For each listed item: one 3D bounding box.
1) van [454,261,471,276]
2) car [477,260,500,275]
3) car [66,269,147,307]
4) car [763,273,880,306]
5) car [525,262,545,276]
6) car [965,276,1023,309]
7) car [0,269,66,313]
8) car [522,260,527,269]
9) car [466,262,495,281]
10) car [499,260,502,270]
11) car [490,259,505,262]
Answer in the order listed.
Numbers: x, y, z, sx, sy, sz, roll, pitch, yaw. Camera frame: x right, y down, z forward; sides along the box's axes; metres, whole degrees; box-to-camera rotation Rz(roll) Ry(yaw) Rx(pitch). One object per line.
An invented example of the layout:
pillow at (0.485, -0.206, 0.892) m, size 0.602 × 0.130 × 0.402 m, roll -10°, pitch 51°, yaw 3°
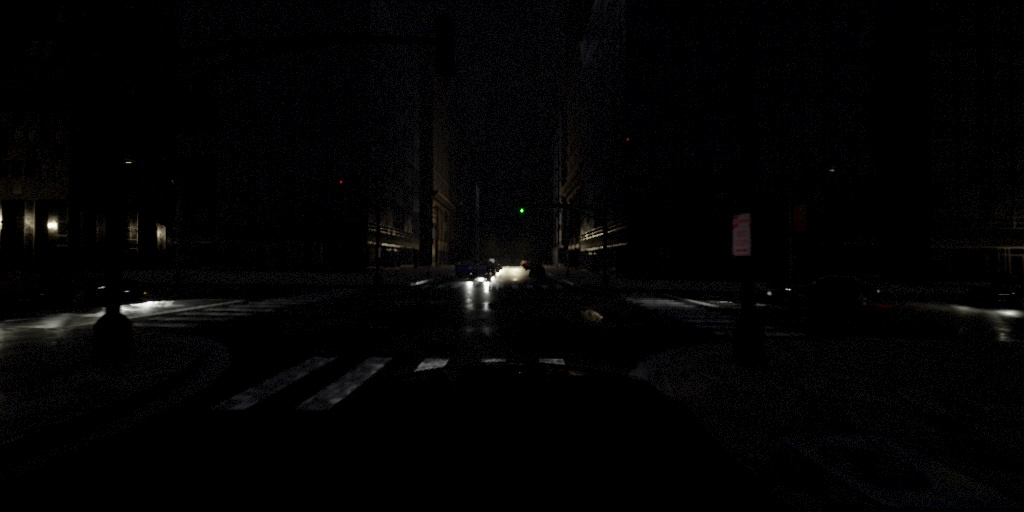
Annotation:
van at (-5.648, 1.416, 41.712) m, size 1.690 × 1.789 × 3.998 m, roll 0°, pitch 0°, yaw 0°
car at (-2.878, 1.576, 42.922) m, size 2.128 × 1.511 × 4.902 m, roll 0°, pitch 0°, yaw 0°
car at (-17.420, 1.207, 14.388) m, size 4.181 × 1.385 × 1.994 m, roll 1°, pitch -1°, yaw 0°
car at (15.096, 1.610, 17.664) m, size 4.902 × 1.511 × 2.128 m, roll 1°, pitch -1°, yaw -1°
car at (2.877, 1.641, 41.659) m, size 1.948 × 1.339 × 4.313 m, roll 0°, pitch 0°, yaw 0°
car at (25.483, 1.736, 17.596) m, size 5.008 × 1.535 × 1.882 m, roll 1°, pitch -1°, yaw 0°
car at (-17.610, 1.077, 11.140) m, size 5.008 × 1.535 × 1.882 m, roll 1°, pitch -1°, yaw 0°
car at (2.984, 1.780, 58.606) m, size 1.802 × 1.307 × 4.207 m, roll 0°, pitch 0°, yaw 0°
car at (-2.933, 1.540, 33.804) m, size 1.812 × 1.442 × 4.674 m, roll 0°, pitch 0°, yaw 0°
car at (-2.799, 1.683, 52.821) m, size 1.812 × 1.442 × 4.674 m, roll 0°, pitch 0°, yaw 0°
car at (-2.705, 1.752, 62.775) m, size 1.812 × 1.442 × 4.674 m, roll 0°, pitch 0°, yaw 1°
